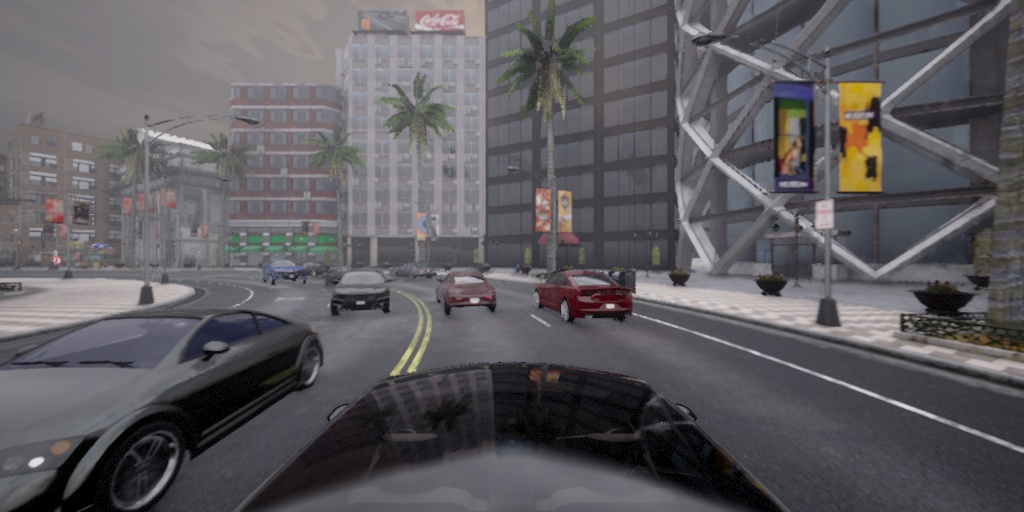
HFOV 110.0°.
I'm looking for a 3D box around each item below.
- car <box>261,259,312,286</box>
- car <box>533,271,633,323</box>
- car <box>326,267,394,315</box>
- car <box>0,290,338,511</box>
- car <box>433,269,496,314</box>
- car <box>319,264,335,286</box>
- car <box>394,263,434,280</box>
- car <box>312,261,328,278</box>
[{"bbox_3d":[-14.606,0.917,22.904,1.882,1.535,5.008,0,0,-42],"label":"car"},{"bbox_3d":[2.176,1.239,12.332,1.882,1.535,5.008,0,0,-13],"label":"car"},{"bbox_3d":[-5.733,1.247,13.965,1.882,1.535,5.008,0,0,-20],"label":"car"},{"bbox_3d":[-3.896,1.319,3.991,1.994,1.385,4.181,0,0,-3],"label":"car"},{"bbox_3d":[-1.872,1.292,13.979,1.812,1.442,4.674,0,0,-16],"label":"car"},{"bbox_3d":[-10.838,1.384,23.273,1.895,1.301,4.718,0,0,-38],"label":"car"},{"bbox_3d":[-8.847,1.340,31.886,5.357,1.411,2.033,0,0,44],"label":"car"},{"bbox_3d":[-19.632,1.282,35.583,5.008,1.535,1.882,0,0,31],"label":"car"}]
